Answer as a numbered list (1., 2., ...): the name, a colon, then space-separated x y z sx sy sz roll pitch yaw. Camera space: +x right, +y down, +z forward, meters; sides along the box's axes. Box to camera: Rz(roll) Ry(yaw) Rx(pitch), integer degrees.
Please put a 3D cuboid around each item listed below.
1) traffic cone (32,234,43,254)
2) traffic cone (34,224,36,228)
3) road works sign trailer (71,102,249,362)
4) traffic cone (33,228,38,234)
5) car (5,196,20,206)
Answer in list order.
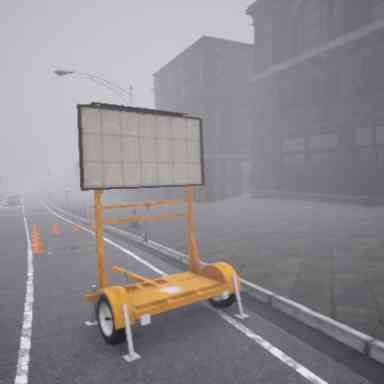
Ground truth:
1. traffic cone: -5.647 1.915 12.128 0.340 0.580 0.340 -3 1 -26
2. traffic cone: -7.401 1.958 15.725 0.340 0.580 0.340 -3 1 -26
3. road works sign trailer: -0.859 0.331 5.954 2.380 3.560 2.880 -3 2 -37
4. traffic cone: -6.524 1.932 13.926 0.340 0.580 0.340 -3 1 -26
5. car: -29.399 1.412 54.515 1.837 1.490 4.892 -3 4 -27
